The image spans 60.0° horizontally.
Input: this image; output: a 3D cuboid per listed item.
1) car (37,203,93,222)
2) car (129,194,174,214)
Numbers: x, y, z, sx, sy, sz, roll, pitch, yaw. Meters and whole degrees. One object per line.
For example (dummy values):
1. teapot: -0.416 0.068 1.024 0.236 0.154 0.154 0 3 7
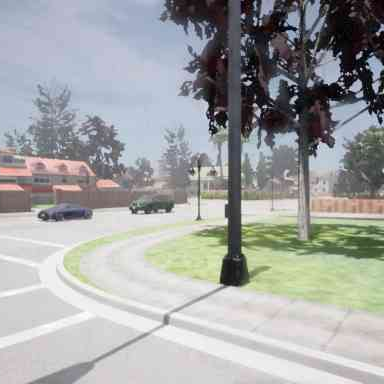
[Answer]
1. car: -10.033 1.565 26.558 1.994 1.385 4.181 0 0 34
2. car: -4.163 1.221 35.229 2.150 2.045 5.566 0 0 35
